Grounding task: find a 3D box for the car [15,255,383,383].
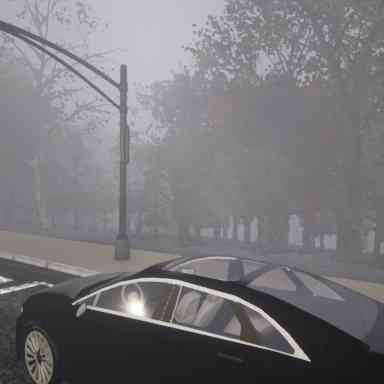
[{"bbox_3d":[-0.017,1.491,3.712,4.902,1.511,2.128,0,0,34],"label":"car"}]
